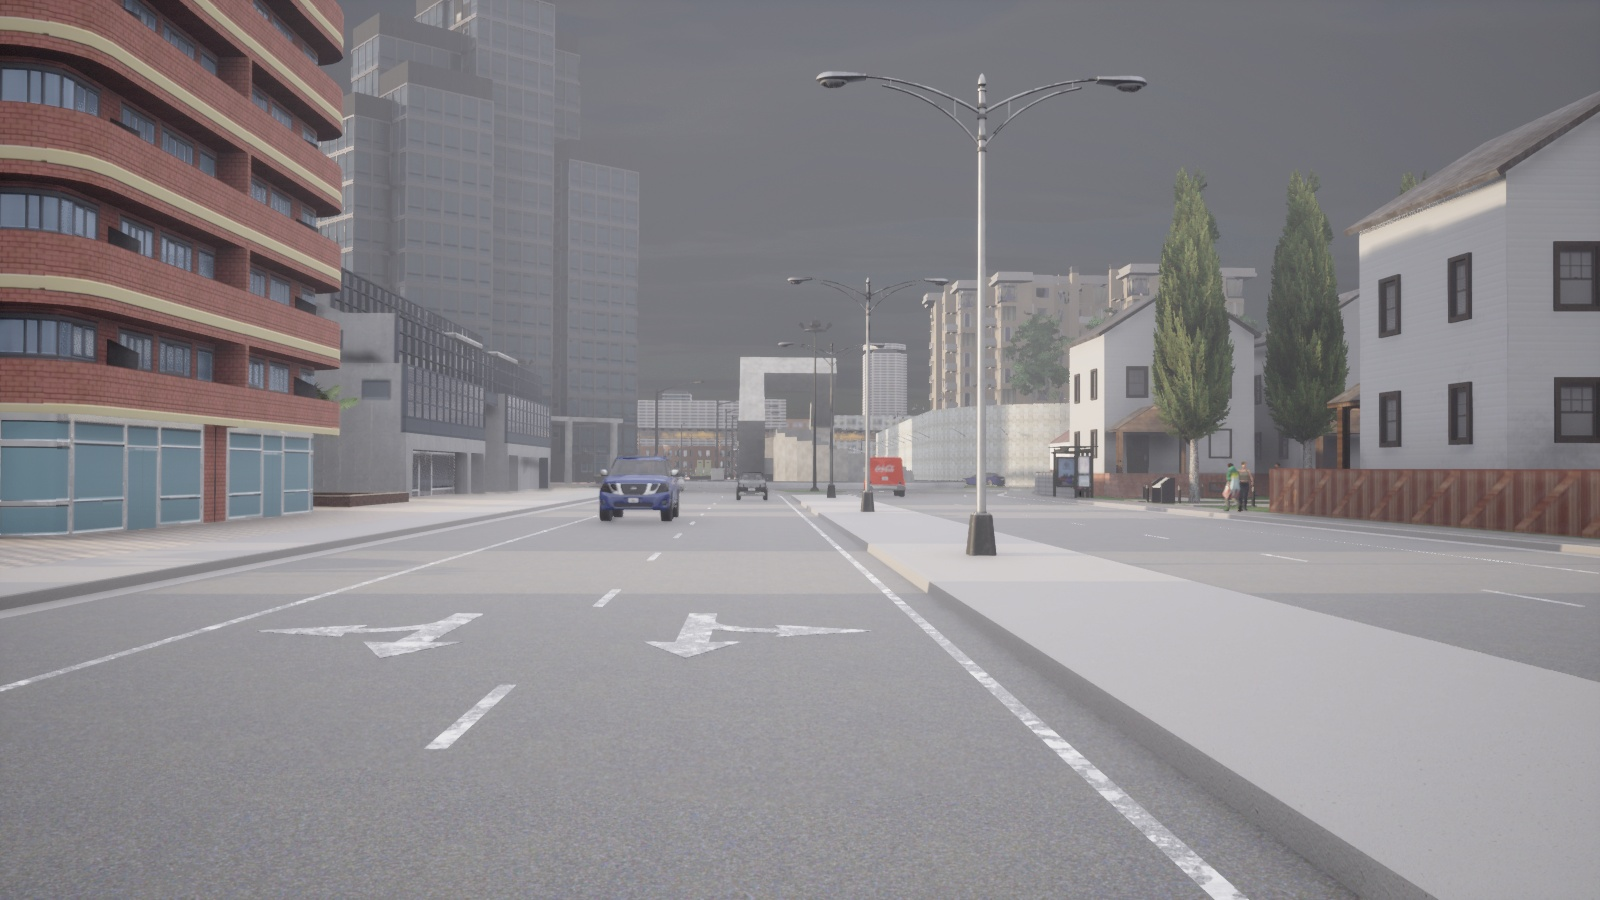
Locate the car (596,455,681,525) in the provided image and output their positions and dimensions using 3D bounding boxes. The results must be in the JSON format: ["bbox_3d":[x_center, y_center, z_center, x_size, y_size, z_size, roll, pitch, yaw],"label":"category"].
[{"bbox_3d":[-5.012,1.219,39.729,2.150,2.045,5.566,0,-1,-2],"label":"car"}]

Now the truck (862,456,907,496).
[{"bbox_3d":[5.282,1.633,79.204,2.627,2.467,5.204,0,-1,2],"label":"truck"}]

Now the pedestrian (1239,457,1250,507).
[{"bbox_3d":[16.271,1.173,46.013,0.345,1.836,0.594,-1,-1,18],"label":"pedestrian"}]

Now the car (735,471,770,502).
[{"bbox_3d":[-2.543,1.924,66.932,1.789,1.549,3.705,0,-1,-2],"label":"car"}]

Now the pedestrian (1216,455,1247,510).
[{"bbox_3d":[15.652,1.170,45.571,0.659,1.952,0.873,0,-1,-21],"label":"pedestrian"}]
